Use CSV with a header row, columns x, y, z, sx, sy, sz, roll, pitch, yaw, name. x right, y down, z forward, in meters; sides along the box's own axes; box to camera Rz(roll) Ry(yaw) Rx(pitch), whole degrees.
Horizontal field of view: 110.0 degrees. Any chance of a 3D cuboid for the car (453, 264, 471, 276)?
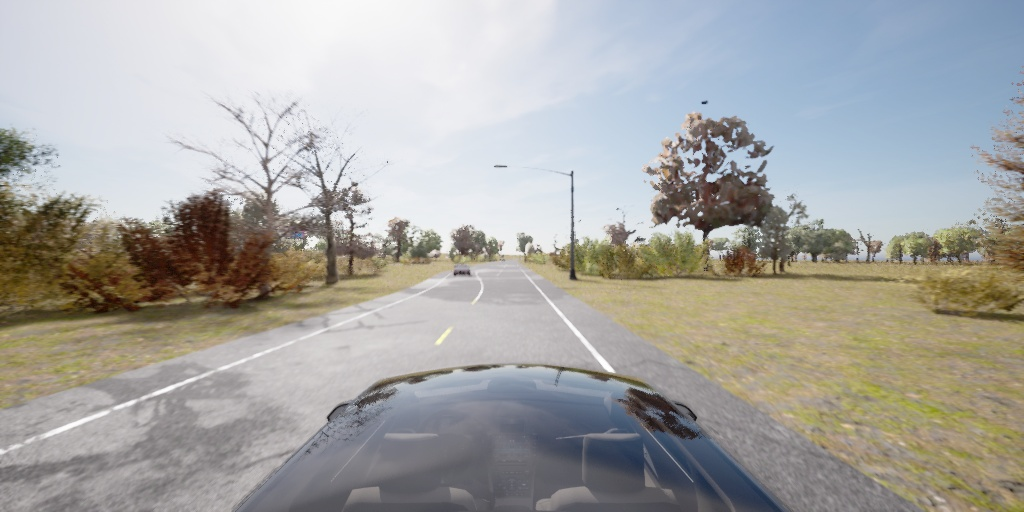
x,y,z,sx,sy,sz,roll,pitch,yaw,name
-5.805,1.645,41.950,1.994,1.385,4.181,0,-1,-6,car
